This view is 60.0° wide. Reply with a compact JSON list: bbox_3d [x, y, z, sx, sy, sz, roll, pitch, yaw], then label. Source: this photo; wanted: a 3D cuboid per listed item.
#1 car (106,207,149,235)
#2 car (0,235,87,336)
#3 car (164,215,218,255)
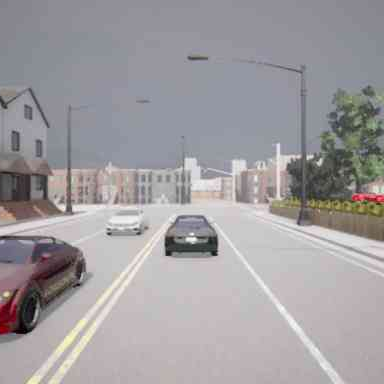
[{"bbox_3d":[-3.622,1.597,19.294,1.812,1.442,4.674,0,0,0],"label":"car"},{"bbox_3d":[-3.613,1.592,6.678,1.994,1.385,4.181,0,0,0],"label":"car"},{"bbox_3d":[-0.025,1.617,13.474,1.994,1.385,4.181,0,0,0],"label":"car"}]
